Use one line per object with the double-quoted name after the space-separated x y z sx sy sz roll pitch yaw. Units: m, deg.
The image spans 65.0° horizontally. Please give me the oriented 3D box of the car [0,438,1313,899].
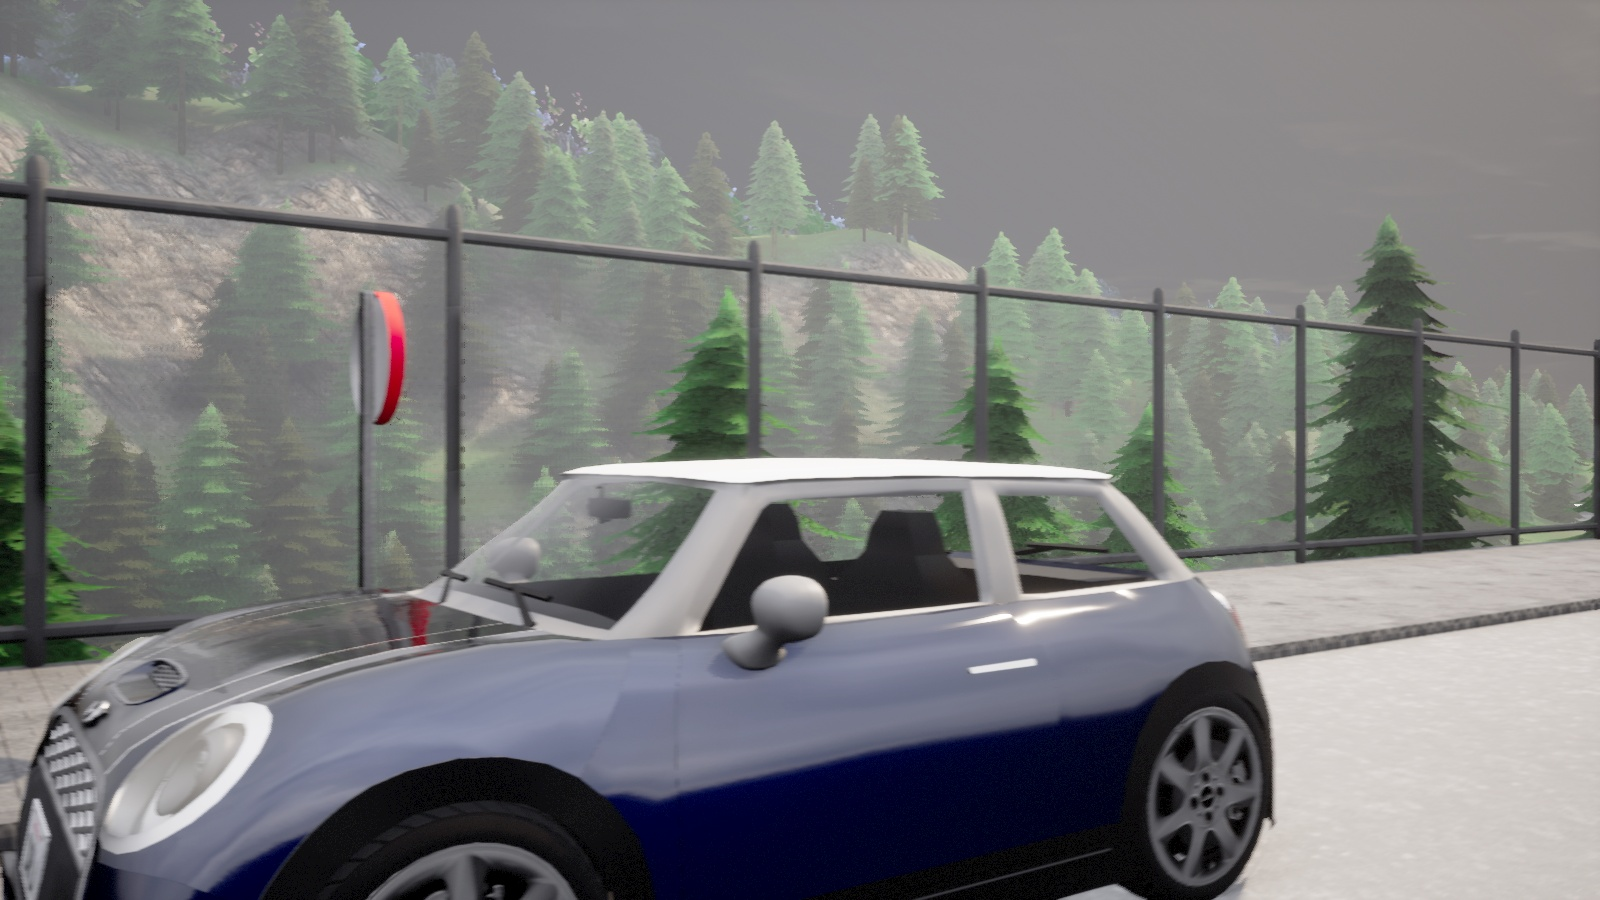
-0.376 0.721 4.006 3.806 1.475 1.970 0 0 -35 "car"
